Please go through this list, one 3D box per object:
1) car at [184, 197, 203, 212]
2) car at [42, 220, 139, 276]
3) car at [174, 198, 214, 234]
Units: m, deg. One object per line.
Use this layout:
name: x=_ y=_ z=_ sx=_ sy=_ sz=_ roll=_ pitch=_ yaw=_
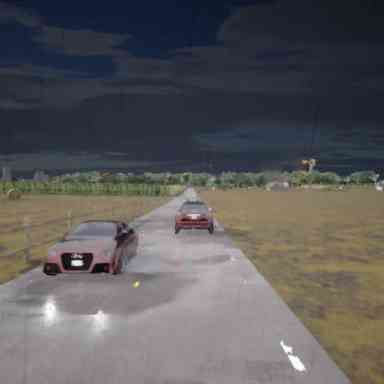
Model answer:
car: x=0.121 y=1.445 z=39.896 sx=2.128 sy=1.511 sz=4.902 roll=0 pitch=0 yaw=0
car: x=-2.845 y=1.566 z=10.217 sx=1.994 sy=1.385 sz=4.181 roll=0 pitch=0 yaw=0
car: x=0.109 y=1.350 z=19.487 sx=2.097 sy=1.767 sz=4.553 roll=0 pitch=0 yaw=0
